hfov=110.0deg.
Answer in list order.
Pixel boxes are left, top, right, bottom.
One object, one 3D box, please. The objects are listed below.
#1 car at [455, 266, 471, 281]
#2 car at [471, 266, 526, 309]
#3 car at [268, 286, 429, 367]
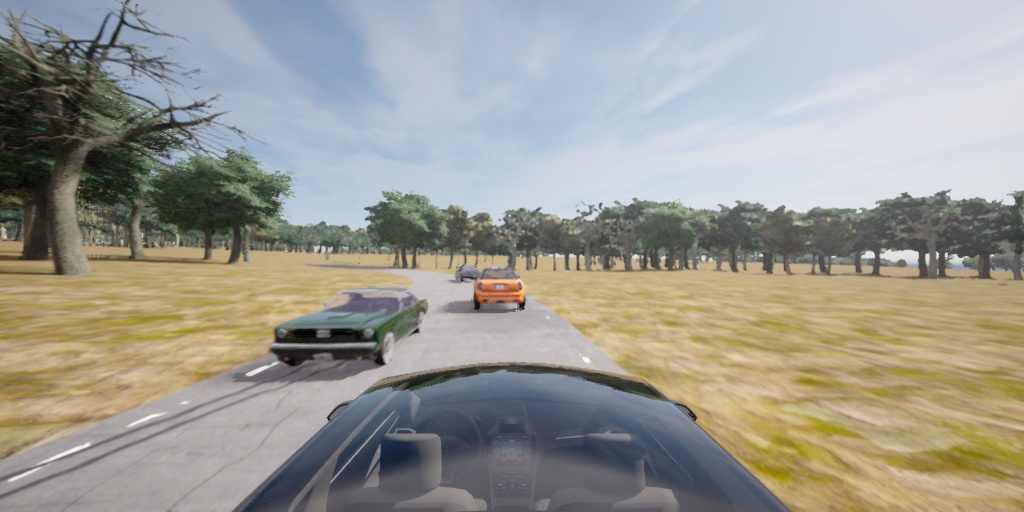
[{"bbox_3d":[-4.336,1.669,34.575,2.033,1.411,5.357,0,-1,-16],"label":"car"},{"bbox_3d":[-0.681,1.262,16.104,2.097,1.767,4.553,0,-1,-6],"label":"car"},{"bbox_3d":[-3.263,1.413,8.227,1.895,1.301,4.718,0,-1,-2],"label":"car"}]
